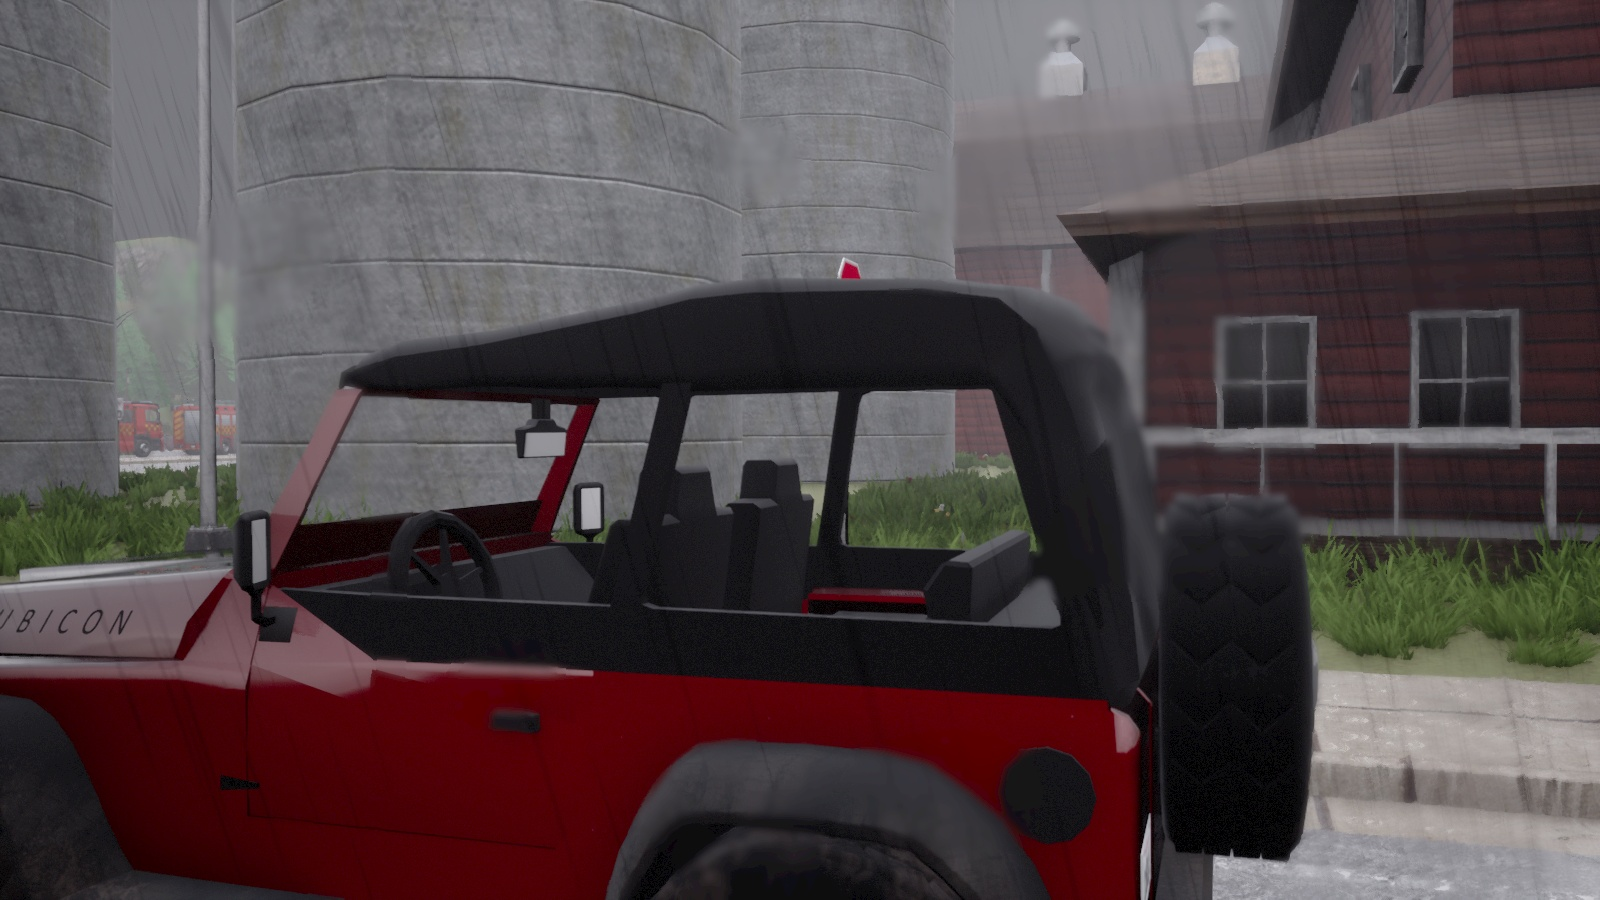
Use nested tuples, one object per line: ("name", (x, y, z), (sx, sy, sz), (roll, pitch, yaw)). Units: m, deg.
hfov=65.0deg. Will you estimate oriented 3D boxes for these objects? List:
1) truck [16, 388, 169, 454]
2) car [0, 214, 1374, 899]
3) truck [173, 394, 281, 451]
("truck", (-43.146, -1.732, 76.966), (2.891, 3.827, 8.468), (1, 1, 18))
("car", (-0.669, 0.564, 3.414), (3.866, 1.878, 1.905), (0, 1, 19))
("truck", (-40.253, -1.908, 88.614), (2.891, 3.827, 8.468), (0, 1, 7))
